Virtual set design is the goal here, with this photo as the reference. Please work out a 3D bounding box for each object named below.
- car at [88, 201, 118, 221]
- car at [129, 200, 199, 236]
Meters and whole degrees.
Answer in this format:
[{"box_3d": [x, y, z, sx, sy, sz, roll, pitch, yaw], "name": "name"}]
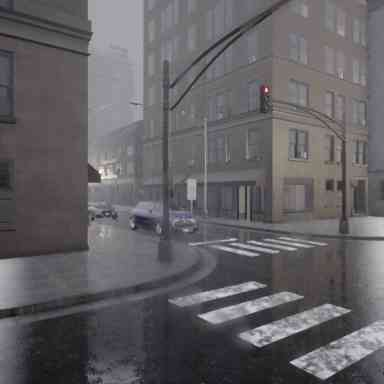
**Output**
[{"box_3d": [-7.390, 1.428, 26.105, 1.994, 1.385, 4.181, 0, 0, -35], "name": "car"}, {"box_3d": [-1.595, 1.269, 17.998, 2.097, 1.767, 4.553, 0, 0, -36], "name": "car"}]
